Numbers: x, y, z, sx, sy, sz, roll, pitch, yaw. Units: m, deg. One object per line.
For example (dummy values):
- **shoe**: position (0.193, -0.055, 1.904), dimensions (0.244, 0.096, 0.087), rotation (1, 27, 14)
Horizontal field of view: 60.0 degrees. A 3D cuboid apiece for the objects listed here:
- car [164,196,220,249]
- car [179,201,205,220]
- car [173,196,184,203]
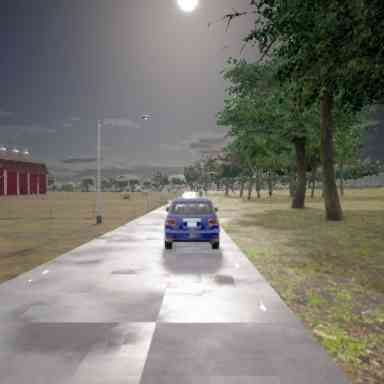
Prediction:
- **car**: position (0.000, 1.262, 14.684), dimensions (2.150, 2.045, 5.566), rotation (0, 0, 0)
- **car**: position (-0.001, 1.574, 29.655), dimensions (2.033, 1.411, 5.357), rotation (0, 0, 0)
- **car**: position (-2.751, 1.507, 68.774), dimensions (1.994, 1.385, 4.181), rotation (0, 0, 0)
